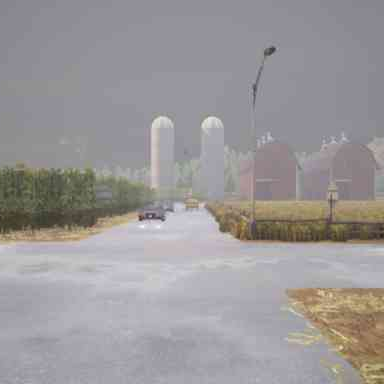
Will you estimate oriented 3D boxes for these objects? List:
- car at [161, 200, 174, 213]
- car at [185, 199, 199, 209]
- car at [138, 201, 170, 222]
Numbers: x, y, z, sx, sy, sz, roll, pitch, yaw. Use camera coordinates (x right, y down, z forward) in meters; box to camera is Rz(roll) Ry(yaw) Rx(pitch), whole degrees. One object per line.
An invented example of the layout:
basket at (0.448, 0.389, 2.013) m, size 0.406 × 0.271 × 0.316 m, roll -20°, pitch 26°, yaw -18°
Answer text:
car at (-3.160, 1.739, 40.505) m, size 2.128 × 1.511 × 4.902 m, roll 0°, pitch 0°, yaw 0°
car at (0.037, 1.779, 49.922) m, size 1.882 × 1.535 × 5.008 m, roll 0°, pitch 0°, yaw 0°
car at (-3.175, 1.693, 27.437) m, size 1.994 × 1.385 × 4.181 m, roll 0°, pitch -1°, yaw 0°
